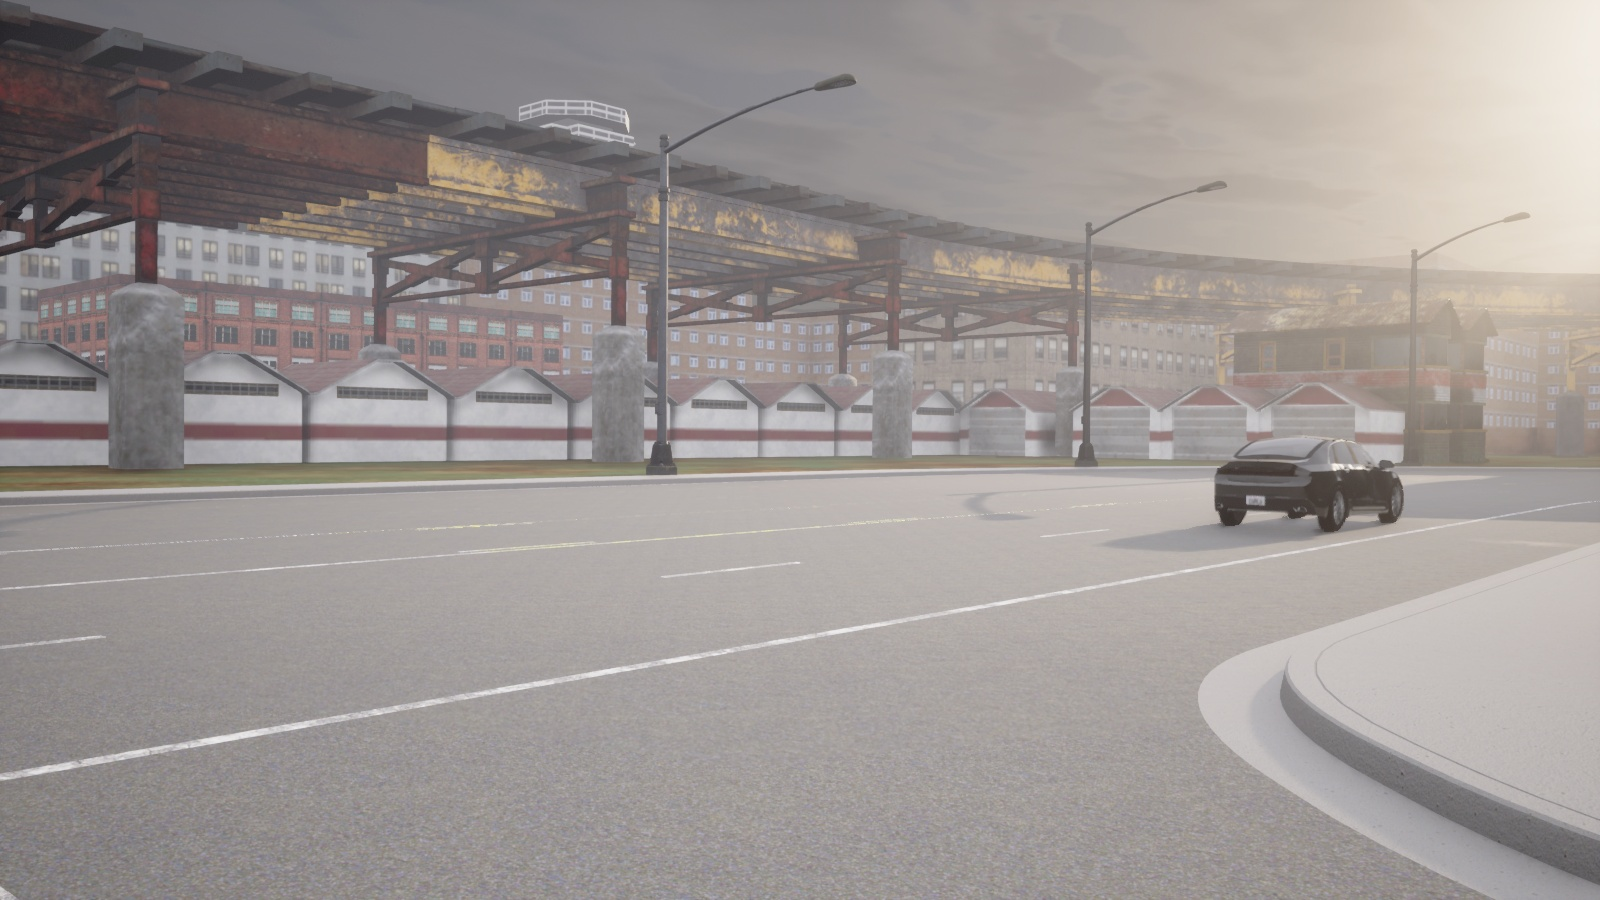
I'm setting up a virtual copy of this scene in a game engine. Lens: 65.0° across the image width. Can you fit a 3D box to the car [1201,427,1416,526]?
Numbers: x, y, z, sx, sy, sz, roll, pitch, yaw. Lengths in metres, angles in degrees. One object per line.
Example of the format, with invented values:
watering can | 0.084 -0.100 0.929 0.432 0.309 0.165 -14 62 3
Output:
car | 8.753 0.365 21.360 1.837 1.490 4.892 0 1 42
